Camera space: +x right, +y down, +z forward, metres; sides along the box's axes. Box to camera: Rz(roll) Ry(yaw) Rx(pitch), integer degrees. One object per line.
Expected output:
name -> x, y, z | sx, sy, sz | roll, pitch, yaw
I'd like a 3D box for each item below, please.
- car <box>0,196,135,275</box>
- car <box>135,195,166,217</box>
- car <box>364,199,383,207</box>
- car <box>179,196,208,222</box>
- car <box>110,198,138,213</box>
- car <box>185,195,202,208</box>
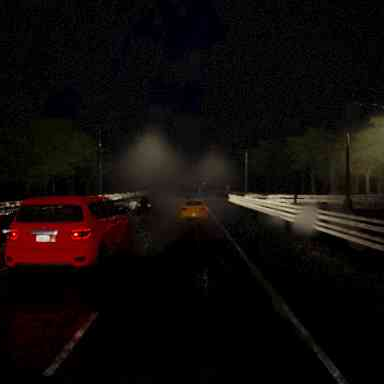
car -> -3.393, 1.128, 10.265 | 2.150, 2.045, 5.566 | 0, 0, 0
car -> -3.383, 1.093, 28.499 | 2.097, 1.767, 4.553 | 0, 1, 0
car -> 20.108, 0.867, 33.990 | 2.163, 1.488, 4.792 | 0, -1, -33
car -> 0.115, 1.260, 23.894 | 1.882, 1.535, 5.008 | 0, 1, 0
car -> -6.878, 1.286, 33.969 | 1.895, 1.301, 4.718 | 0, 1, 0
car -> 0.128, 1.169, 40.975 | 1.994, 1.385, 4.181 | 0, 1, 0
